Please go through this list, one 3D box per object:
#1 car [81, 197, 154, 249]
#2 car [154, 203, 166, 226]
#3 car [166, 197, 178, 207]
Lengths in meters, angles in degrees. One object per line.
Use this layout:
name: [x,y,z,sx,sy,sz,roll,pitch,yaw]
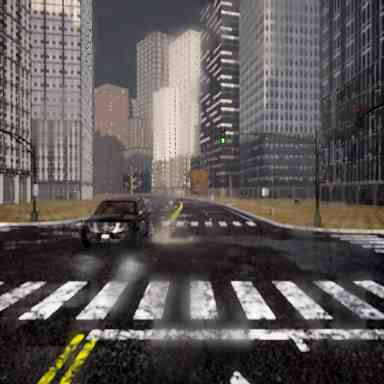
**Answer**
car: [-3.275,1.299,15.309,2.150,2.045,5.566,0,0,0]
car: [-3.298,1.567,23.780,2.128,1.511,4.902,0,0,0]
car: [-3.383,1.613,55.586,2.128,1.511,4.902,0,0,0]
